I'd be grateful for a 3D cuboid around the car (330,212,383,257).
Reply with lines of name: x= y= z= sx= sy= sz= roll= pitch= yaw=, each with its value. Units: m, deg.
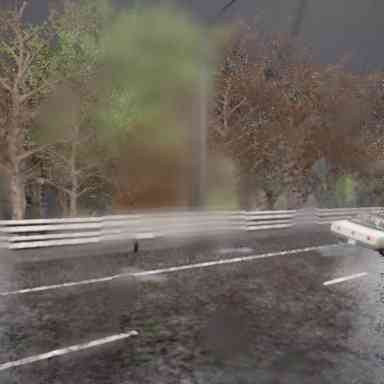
car: x=7.797 y=1.574 z=13.552 sx=4.718 sy=1.301 sz=1.895 roll=1 pitch=12 yaw=-35
